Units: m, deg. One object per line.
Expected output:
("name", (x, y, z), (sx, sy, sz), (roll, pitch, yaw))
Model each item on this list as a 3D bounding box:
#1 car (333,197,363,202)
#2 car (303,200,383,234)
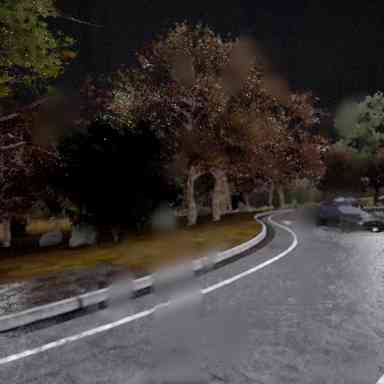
("car", (16.195, 1.263, 35.741), (5.008, 1.535, 1.882), (0, -1, -28))
("car", (8.195, 1.388, 18.364), (2.033, 1.411, 5.357), (0, 0, -10))
